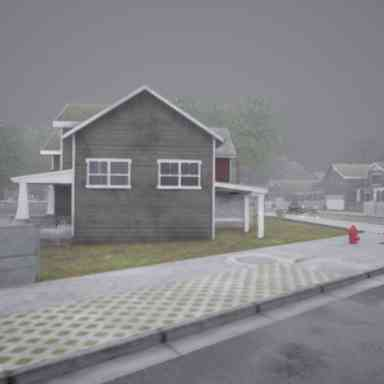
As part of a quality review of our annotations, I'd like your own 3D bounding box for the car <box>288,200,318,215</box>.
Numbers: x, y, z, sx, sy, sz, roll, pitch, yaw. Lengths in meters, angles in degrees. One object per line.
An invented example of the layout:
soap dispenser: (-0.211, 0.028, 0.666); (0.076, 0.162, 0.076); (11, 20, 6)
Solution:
car: (13.135, 1.756, 39.612); (2.097, 1.767, 4.553); (1, -2, -6)
